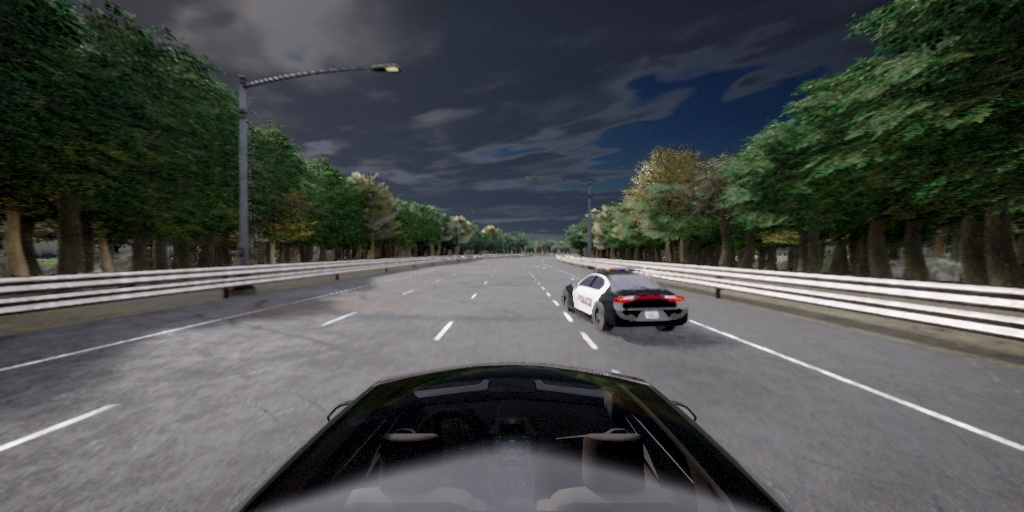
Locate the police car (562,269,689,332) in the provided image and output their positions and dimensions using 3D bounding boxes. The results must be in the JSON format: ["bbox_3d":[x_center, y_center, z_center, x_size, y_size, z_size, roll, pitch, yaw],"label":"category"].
[{"bbox_3d":[2.931,1.166,10.679,2.038,1.542,4.974,0,0,-7],"label":"police car"}]
